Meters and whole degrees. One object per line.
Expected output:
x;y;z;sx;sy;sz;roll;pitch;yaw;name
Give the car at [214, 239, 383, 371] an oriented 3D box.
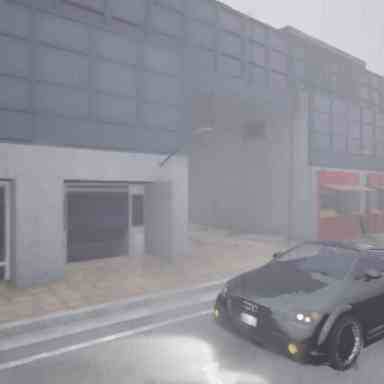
2.416;1.559;5.694;4.181;1.385;1.994;0;0;-35;car
